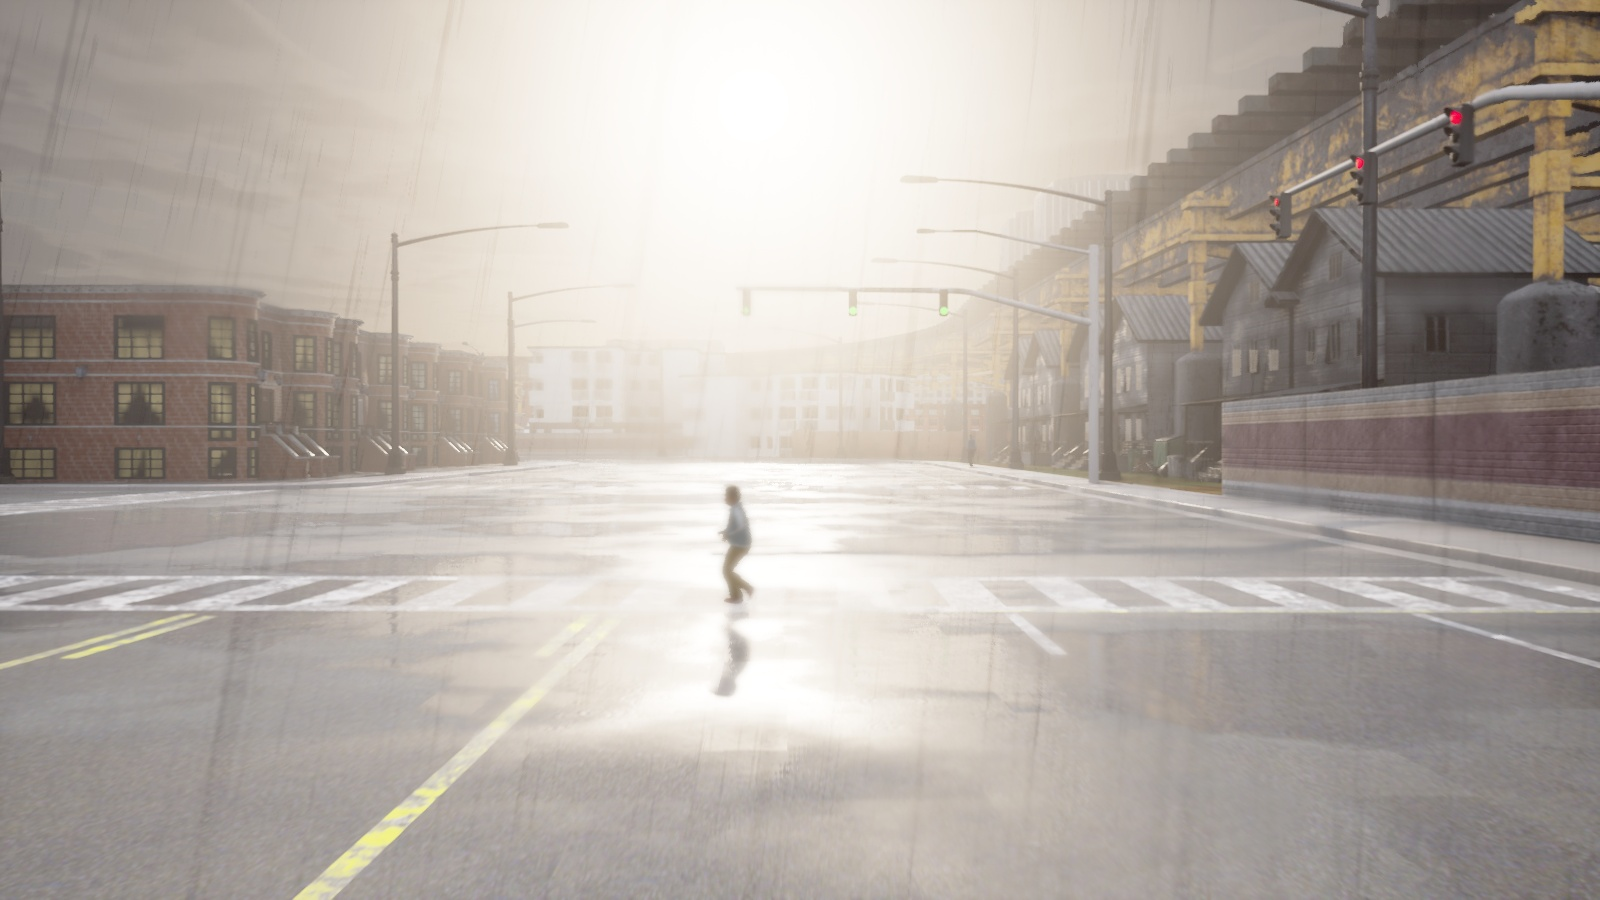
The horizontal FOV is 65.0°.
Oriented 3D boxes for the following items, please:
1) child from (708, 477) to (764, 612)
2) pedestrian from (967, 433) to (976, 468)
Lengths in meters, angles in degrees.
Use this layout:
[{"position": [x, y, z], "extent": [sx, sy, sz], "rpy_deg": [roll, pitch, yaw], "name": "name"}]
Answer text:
[{"position": [-0.578, 0.847, 11.384], "extent": [0.448, 1.192, 0.343], "rpy_deg": [0, 0, 9], "name": "child"}, {"position": [9.452, 0.019, 69.204], "extent": [0.396, 1.930, 0.692], "rpy_deg": [0, 0, -2], "name": "pedestrian"}]
